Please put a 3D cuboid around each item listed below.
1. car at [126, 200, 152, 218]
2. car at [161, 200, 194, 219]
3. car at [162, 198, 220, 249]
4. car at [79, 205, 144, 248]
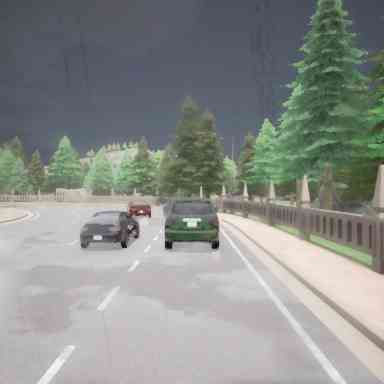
[{"bbox_3d":[-4.837,1.485,29.986,1.882,1.535,5.008,0,0,-15],"label":"car"},{"bbox_3d":[-1.452,1.563,30.877,2.033,1.411,5.357,0,0,-15],"label":"car"},{"bbox_3d":[0.000,1.258,14.680,2.150,2.045,5.566,0,0,0],"label":"car"},{"bbox_3d":[-3.500,1.533,14.650,1.812,1.442,4.674,0,0,0],"label":"car"}]
